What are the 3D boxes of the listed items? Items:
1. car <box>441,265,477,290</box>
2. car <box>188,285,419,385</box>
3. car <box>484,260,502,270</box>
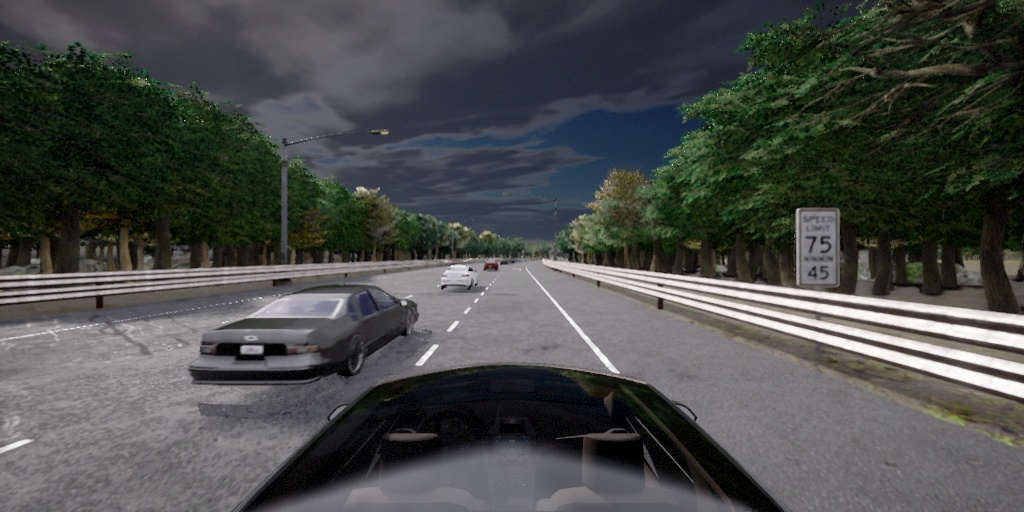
[{"bbox_3d":[-3.305,1.318,22.894,1.812,1.442,4.674,0,0,1],"label":"car"},{"bbox_3d":[-3.459,1.306,7.312,2.033,1.411,5.357,0,0,1],"label":"car"},{"bbox_3d":[-2.984,1.328,52.878,1.882,1.535,5.008,0,0,1],"label":"car"}]
